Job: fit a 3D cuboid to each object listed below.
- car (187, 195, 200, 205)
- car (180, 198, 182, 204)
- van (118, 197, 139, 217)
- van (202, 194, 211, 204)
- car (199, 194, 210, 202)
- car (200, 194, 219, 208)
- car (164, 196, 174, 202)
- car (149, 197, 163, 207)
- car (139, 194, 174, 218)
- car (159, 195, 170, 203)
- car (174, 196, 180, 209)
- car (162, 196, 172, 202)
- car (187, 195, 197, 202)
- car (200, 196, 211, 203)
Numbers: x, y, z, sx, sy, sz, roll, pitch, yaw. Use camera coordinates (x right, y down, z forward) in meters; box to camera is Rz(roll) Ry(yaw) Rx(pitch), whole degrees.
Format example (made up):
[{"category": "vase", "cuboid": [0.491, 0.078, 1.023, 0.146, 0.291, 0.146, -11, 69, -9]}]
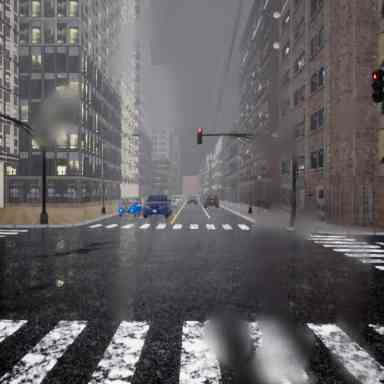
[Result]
[{"category": "car", "cuboid": [0.065, 1.623, 60.129, 1.895, 1.301, 4.718, 0, 0, 0]}, {"category": "car", "cuboid": [-2.935, 1.561, 63.824, 1.812, 1.442, 4.674, 0, 0, 0]}, {"category": "van", "cuboid": [-5.660, 1.347, 30.609, 1.690, 1.788, 3.998, 0, 0, 0]}, {"category": "van", "cuboid": [2.754, 1.366, 63.908, 1.690, 1.788, 3.998, 0, 0, 0]}, {"category": "car", "cuboid": [2.765, 1.348, 75.009, 2.192, 1.841, 5.009, 0, 0, 0]}, {"category": "car", "cuboid": [2.737, 1.329, 47.255, 2.192, 1.841, 5.009, 0, 0, 0]}, {"category": "car", "cuboid": [-5.609, 1.589, 80.568, 2.008, 1.369, 4.403, 0, 0, 0]}, {"category": "car", "cuboid": [-5.637, 1.542, 52.643, 1.752, 1.417, 4.829, 0, 0, 0]}, {"category": "car", "cuboid": [-3.077, 1.228, 30.280, 2.150, 2.045, 5.566, 0, 0, 0]}, {"category": "car", "cuboid": [-5.620, 1.469, 69.466, 1.967, 1.590, 4.097, 0, 0, 0]}, {"category": "car", "cuboid": [-3.047, 1.614, 45.786, 1.895, 1.301, 4.718, 0, 0, 0]}, {"category": "car", "cuboid": [-5.615, 1.559, 74.847, 1.752, 1.417, 4.829, 0, 0, 0]}, {"category": "car", "cuboid": [0.074, 1.419, 70.105, 2.033, 1.411, 5.357, 0, 0, 0]}, {"category": "car", "cuboid": [2.761, 1.579, 69.458, 2.008, 1.369, 4.403, 0, 0, 0]}]
